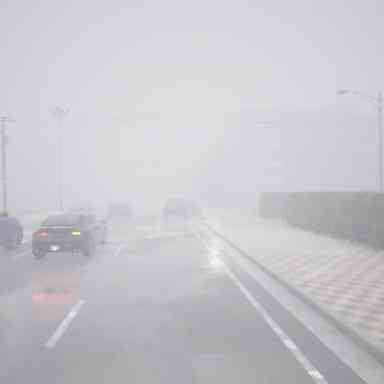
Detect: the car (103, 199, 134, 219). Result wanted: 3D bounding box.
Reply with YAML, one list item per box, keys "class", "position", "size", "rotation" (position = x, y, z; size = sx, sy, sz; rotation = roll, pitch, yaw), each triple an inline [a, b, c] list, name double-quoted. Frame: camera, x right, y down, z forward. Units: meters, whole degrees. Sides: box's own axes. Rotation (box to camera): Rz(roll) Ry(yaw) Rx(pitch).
- class: "car"
  position: [-6.185, 1.512, 29.020]
  size: [2.128, 1.511, 4.902]
  rotation: [-1, 0, -6]

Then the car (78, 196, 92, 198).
- class: "car"
  position: [-23.030, 1.691, 73.506]
  size: [2.128, 1.511, 4.902]
  rotation: [-1, 0, -5]

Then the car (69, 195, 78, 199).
- class: "car"
  position: [-31.501, 1.695, 89.246]
  size: [1.837, 1.490, 4.892]
  rotation: [-1, 0, -5]

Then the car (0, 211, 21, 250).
- class: "car"
  position: [-7.940, 1.314, 11.497]
  size: [2.150, 2.045, 5.566]
  rotation: [-1, 0, -5]

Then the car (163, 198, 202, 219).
- class: "car"
  position: [-0.780, 1.287, 28.838]
  size: [2.097, 1.767, 4.553]
  rotation: [0, 0, 20]

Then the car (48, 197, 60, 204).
- class: "car"
  position: [-29.993, 1.829, 72.798]
  size: [1.994, 1.385, 4.181]
  rotation: [-1, 0, -5]

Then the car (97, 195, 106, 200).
- class: "car"
  position: [-24.533, 1.623, 89.916]
  size: [2.033, 1.411, 5.357]
  rotation: [-1, 0, -5]

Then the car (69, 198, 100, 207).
- class: "car"
  position: [-9.780, 1.600, 29.656]
  size: [1.812, 1.442, 4.674]
  rotation: [-1, 0, -7]

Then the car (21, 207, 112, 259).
- class: "car"
  position: [-4.545, 1.540, 12.927]
  size: [1.837, 1.490, 4.892]
  rotation: [-1, 0, -5]
